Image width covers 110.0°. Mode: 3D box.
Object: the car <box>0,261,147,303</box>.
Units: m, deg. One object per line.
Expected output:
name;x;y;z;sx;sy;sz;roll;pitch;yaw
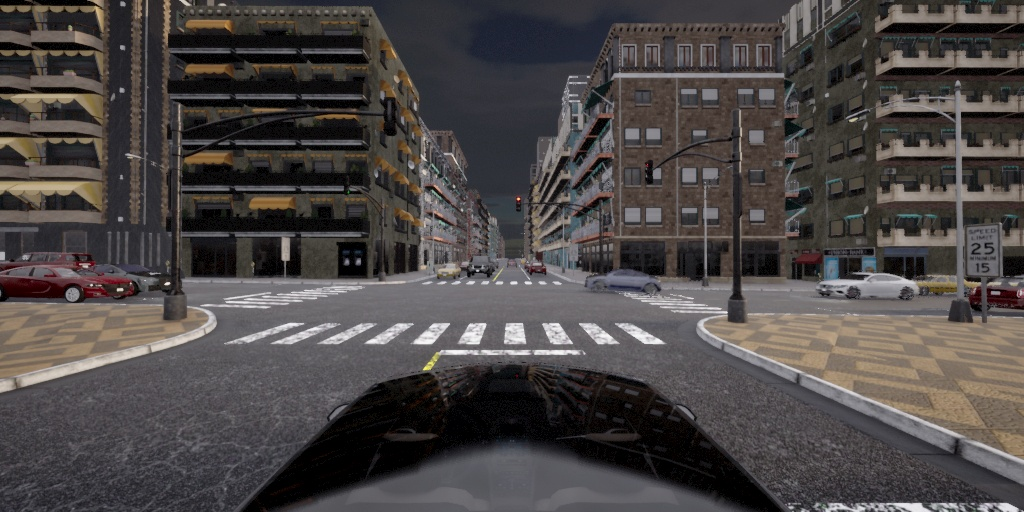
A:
car;-17.259;1.012;13.700;4.507;1.381;1.888;0;0;0

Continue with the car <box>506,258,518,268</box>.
car;0.018;1.259;63.775;2.128;1.511;4.902;0;0;0

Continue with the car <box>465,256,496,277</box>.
car;-3.091;0.979;35.247;2.150;2.045;5.566;0;0;0

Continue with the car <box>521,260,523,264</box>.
car;2.706;1.346;54.917;1.802;1.307;4.207;0;0;0

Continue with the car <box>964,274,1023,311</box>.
car;20.838;1.500;14.011;4.097;1.591;1.967;0;0;0

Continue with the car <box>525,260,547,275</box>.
car;2.701;1.303;38.346;1.888;1.381;4.507;0;0;0

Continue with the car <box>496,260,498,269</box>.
car;-3.087;1.266;45.552;1.837;1.490;4.892;0;0;0

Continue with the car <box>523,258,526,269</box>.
car;2.703;1.200;43.870;1.967;1.591;4.097;0;0;0

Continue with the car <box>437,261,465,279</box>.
car;-5.681;1.282;32.669;1.751;1.417;4.829;0;0;0

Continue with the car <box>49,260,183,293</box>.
car;-17.674;1.049;16.290;4.181;1.385;1.994;1;-1;-1

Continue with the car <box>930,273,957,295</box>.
car;26.252;1.754;22.364;4.829;1.417;1.751;0;0;0

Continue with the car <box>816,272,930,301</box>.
car;19.531;1.622;19.768;4.674;1.442;1.812;1;-1;0

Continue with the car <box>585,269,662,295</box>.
car;6.324;1.407;20.539;4.181;1.385;1.994;2;0;12

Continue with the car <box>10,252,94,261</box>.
car;-28.641;0.686;21.998;5.009;1.841;2.192;0;0;0
